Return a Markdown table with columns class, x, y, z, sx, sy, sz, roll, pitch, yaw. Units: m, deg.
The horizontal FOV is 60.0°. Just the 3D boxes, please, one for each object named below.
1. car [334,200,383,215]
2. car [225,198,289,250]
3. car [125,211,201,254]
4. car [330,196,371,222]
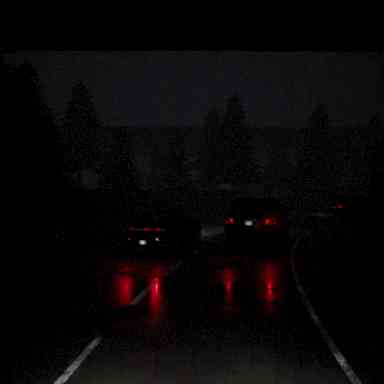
| class | x | y | z | sx | sy | sz | roll | pitch | yaw |
| --- | --- | --- | --- | --- | --- | --- | --- | --- | --- |
| car | 17.765 | 1.629 | 34.888 | 5.008 | 1.535 | 1.882 | 0 | 0 | -2 |
| car | 3.061 | 1.275 | 15.055 | 2.150 | 2.045 | 5.566 | 0 | 0 | 20 |
| car | -1.012 | 1.530 | 13.824 | 2.128 | 1.511 | 4.902 | 0 | 0 | 17 |
| car | 14.446 | 1.343 | 27.687 | 5.566 | 2.045 | 2.150 | 0 | -1 | -4 |
